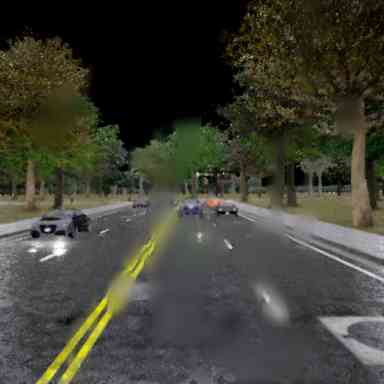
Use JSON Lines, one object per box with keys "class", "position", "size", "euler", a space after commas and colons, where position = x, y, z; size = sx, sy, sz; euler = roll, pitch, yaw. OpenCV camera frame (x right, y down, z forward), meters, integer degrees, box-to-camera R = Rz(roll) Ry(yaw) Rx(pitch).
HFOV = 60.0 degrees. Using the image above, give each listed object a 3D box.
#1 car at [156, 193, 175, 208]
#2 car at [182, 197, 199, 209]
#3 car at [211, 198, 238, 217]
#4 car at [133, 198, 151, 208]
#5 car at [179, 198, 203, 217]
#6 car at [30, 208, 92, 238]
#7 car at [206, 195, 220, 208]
{"class": "car", "position": [-3.558, 1.162, 45.471], "size": [2.150, 2.045, 5.566], "euler": [0, 0, 0]}
{"class": "car", "position": [-0.206, 1.460, 44.885], "size": [2.033, 1.411, 5.357], "euler": [0, 0, 0]}
{"class": "car", "position": [3.068, 1.544, 30.923], "size": [1.895, 1.301, 4.718], "euler": [0, 0, 0]}
{"class": "car", "position": [-6.808, 1.501, 45.396], "size": [1.994, 1.385, 4.181], "euler": [0, 0, 0]}
{"class": "car", "position": [-0.103, 1.305, 30.359], "size": [2.097, 1.767, 4.553], "euler": [0, 0, -1]}
{"class": "car", "position": [-6.702, 1.560, 17.432], "size": [1.994, 1.385, 4.181], "euler": [0, 0, 0]}
{"class": "car", "position": [3.004, 1.249, 46.233], "size": [2.097, 1.767, 4.553], "euler": [0, 0, 0]}
